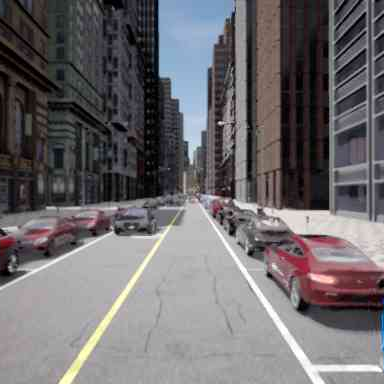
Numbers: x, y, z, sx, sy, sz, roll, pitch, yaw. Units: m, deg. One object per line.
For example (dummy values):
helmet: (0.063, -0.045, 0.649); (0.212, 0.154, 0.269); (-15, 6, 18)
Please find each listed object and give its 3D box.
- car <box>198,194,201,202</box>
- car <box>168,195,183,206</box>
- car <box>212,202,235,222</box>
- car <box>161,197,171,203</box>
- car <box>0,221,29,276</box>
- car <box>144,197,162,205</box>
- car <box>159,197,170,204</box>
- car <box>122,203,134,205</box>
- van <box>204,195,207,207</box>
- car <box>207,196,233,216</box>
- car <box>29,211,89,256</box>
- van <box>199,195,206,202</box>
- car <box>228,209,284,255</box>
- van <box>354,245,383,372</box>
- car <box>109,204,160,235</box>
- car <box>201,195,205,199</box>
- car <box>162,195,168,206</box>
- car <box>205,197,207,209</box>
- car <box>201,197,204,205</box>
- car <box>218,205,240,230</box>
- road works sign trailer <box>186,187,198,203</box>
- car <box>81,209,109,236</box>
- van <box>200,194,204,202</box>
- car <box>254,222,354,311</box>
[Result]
car: (2.768, 1.658, 69.523); (1.967, 1.590, 4.097); (0, 0, 0)
car: (-3.046, 1.689, 60.208); (1.837, 1.490, 4.892); (0, 0, 1)
car: (2.766, 1.635, 24.430); (1.947, 1.339, 4.313); (0, 0, 0)
car: (-5.758, 1.783, 75.151); (1.887, 1.381, 4.507); (0, 0, 0)
car: (-5.759, 1.460, 7.516); (1.967, 1.590, 4.097); (0, 0, 0)
car: (-5.758, 1.706, 46.970); (1.947, 1.339, 4.313); (0, 0, 0)
car: (-5.758, 1.784, 69.514); (1.947, 1.339, 4.313); (0, 0, 0)
car: (-5.759, 1.669, 30.061); (1.802, 1.307, 4.206); (0, 0, 0)
van: (2.767, 1.464, 41.341); (1.690, 1.788, 3.998); (0, 0, 0)
car: (2.767, 1.402, 30.067); (2.192, 1.841, 5.009); (0, 0, 0)
car: (-5.759, 1.618, 13.151); (1.802, 1.307, 4.206); (0, 0, 0)
van: (2.768, 1.620, 86.433); (1.690, 1.788, 3.998); (0, 0, 0)
car: (2.766, 1.587, 13.157); (2.008, 1.369, 4.403); (0, 0, 0)
van: (2.767, 1.346, 1.884); (1.690, 1.788, 3.998); (0, 0, 0)
car: (-3.100, 1.617, 19.002); (1.994, 1.385, 4.181); (0, 0, 0)
car: (2.767, 1.685, 52.783); (1.752, 1.417, 4.829); (0, 0, 0)
car: (-5.758, 1.618, 58.243); (1.967, 1.590, 4.097); (0, 0, 0)
car: (2.767, 1.545, 35.704); (1.967, 1.590, 4.097); (0, 0, 0)
car: (2.767, 1.691, 46.977); (2.008, 1.369, 4.403); (0, 0, 0)
car: (2.766, 1.618, 18.793); (1.947, 1.339, 4.313); (0, 0, 0)
road works sign trailer: (0.018, 0.695, 72.889); (2.380, 3.560, 2.880); (0, 0, 0)
car: (-5.759, 1.634, 18.788); (1.802, 1.307, 4.206); (0, 0, 0)
van: (2.768, 1.519, 58.250); (1.690, 1.788, 3.998); (0, 0, 0)
car: (2.766, 1.602, 7.520); (1.802, 1.307, 4.206); (0, 0, 0)
